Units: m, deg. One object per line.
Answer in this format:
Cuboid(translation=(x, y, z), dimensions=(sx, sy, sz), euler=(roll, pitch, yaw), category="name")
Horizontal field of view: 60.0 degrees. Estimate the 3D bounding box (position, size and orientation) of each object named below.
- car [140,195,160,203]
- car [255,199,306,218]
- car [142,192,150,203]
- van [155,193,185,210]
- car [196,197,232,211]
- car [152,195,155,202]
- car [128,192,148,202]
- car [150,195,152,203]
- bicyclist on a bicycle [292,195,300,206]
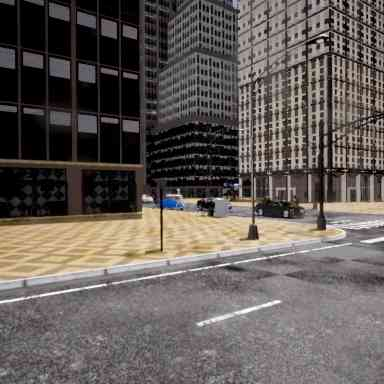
Cuboid(translation=(-7.855, 1.239, 62.567), dimensions=(1.887, 1.381, 4.507), euler=(0, 0, -34), category="car")
Cuboid(translation=(7.679, 1.420, 29.205), dimensions=(1.837, 1.490, 4.892), euler=(-1, 1, -34), category="car")
Cuboid(translation=(-8.578, 1.254, 59.002), dimensions=(1.812, 1.442, 4.674), euler=(-1, 1, -34), category="car")
Cuboid(translation=(-2.401, 1.211, 39.514), dimensions=(1.690, 1.788, 3.998), euler=(0, 0, -34), category="van")
Cuboid(translation=(2.407, 1.362, 37.015), dimensions=(2.128, 1.511, 4.902), euler=(-1, 1, -34), category="car")
Cuboid(translation=(-3.242, 1.349, 45.395), dimensions=(1.812, 1.442, 4.674), euler=(-1, 1, -34), category="car")
Cuboid(translation=(-10.955, 0.982, 67.157), dimensions=(2.192, 1.841, 5.009), euler=(0, 0, -34), category="car")
Cuboid(translation=(-4.755, 1.036, 57.975), dimensions=(2.192, 1.841, 5.009), euler=(0, 0, -34), category="car")
Cuboid(translation=(11.987, 1.119, 38.432), dimensions=(1.656, 1.620, 0.582), euler=(-1, 1, -34), category="bicyclist on a bicycle")
